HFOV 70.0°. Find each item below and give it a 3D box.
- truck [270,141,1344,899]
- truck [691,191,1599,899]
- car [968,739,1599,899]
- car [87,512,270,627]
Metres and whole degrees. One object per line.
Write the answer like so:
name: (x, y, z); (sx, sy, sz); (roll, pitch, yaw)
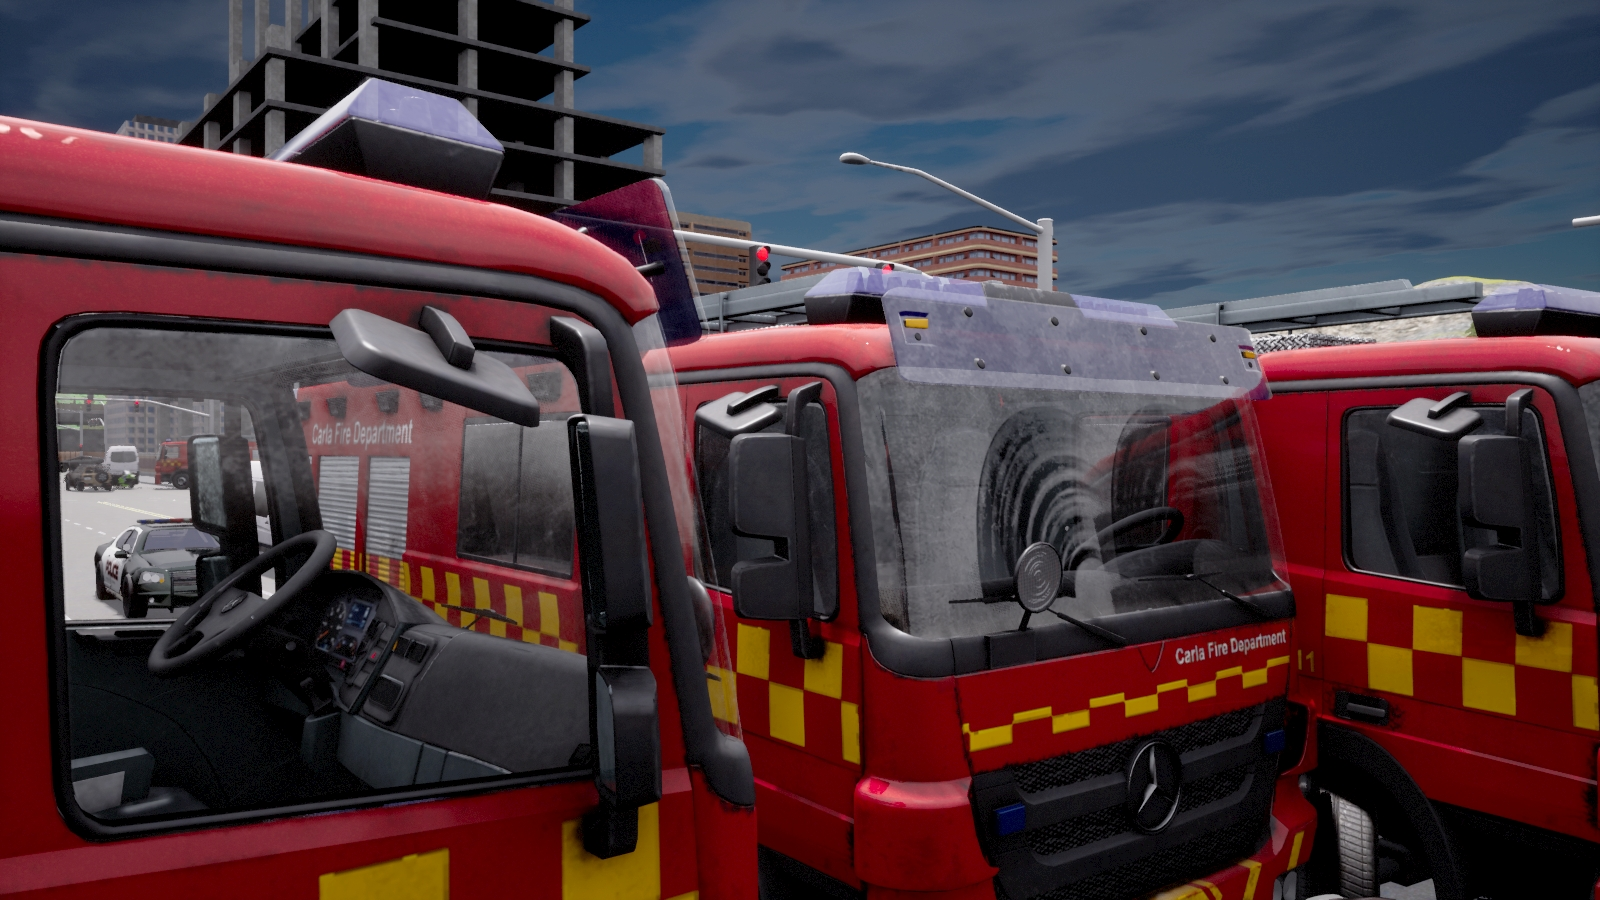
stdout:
truck: (-1.099, 0.890, 8.003); (2.891, 3.827, 8.468); (0, 0, -38)
truck: (2.348, 0.890, 8.605); (2.891, 3.827, 8.468); (0, 0, -31)
car: (2.437, 2.065, 3.109); (1.970, 1.475, 3.806); (0, 0, -30)
car: (-11.386, 2.037, 20.746); (2.038, 1.542, 4.974); (0, 0, -39)
